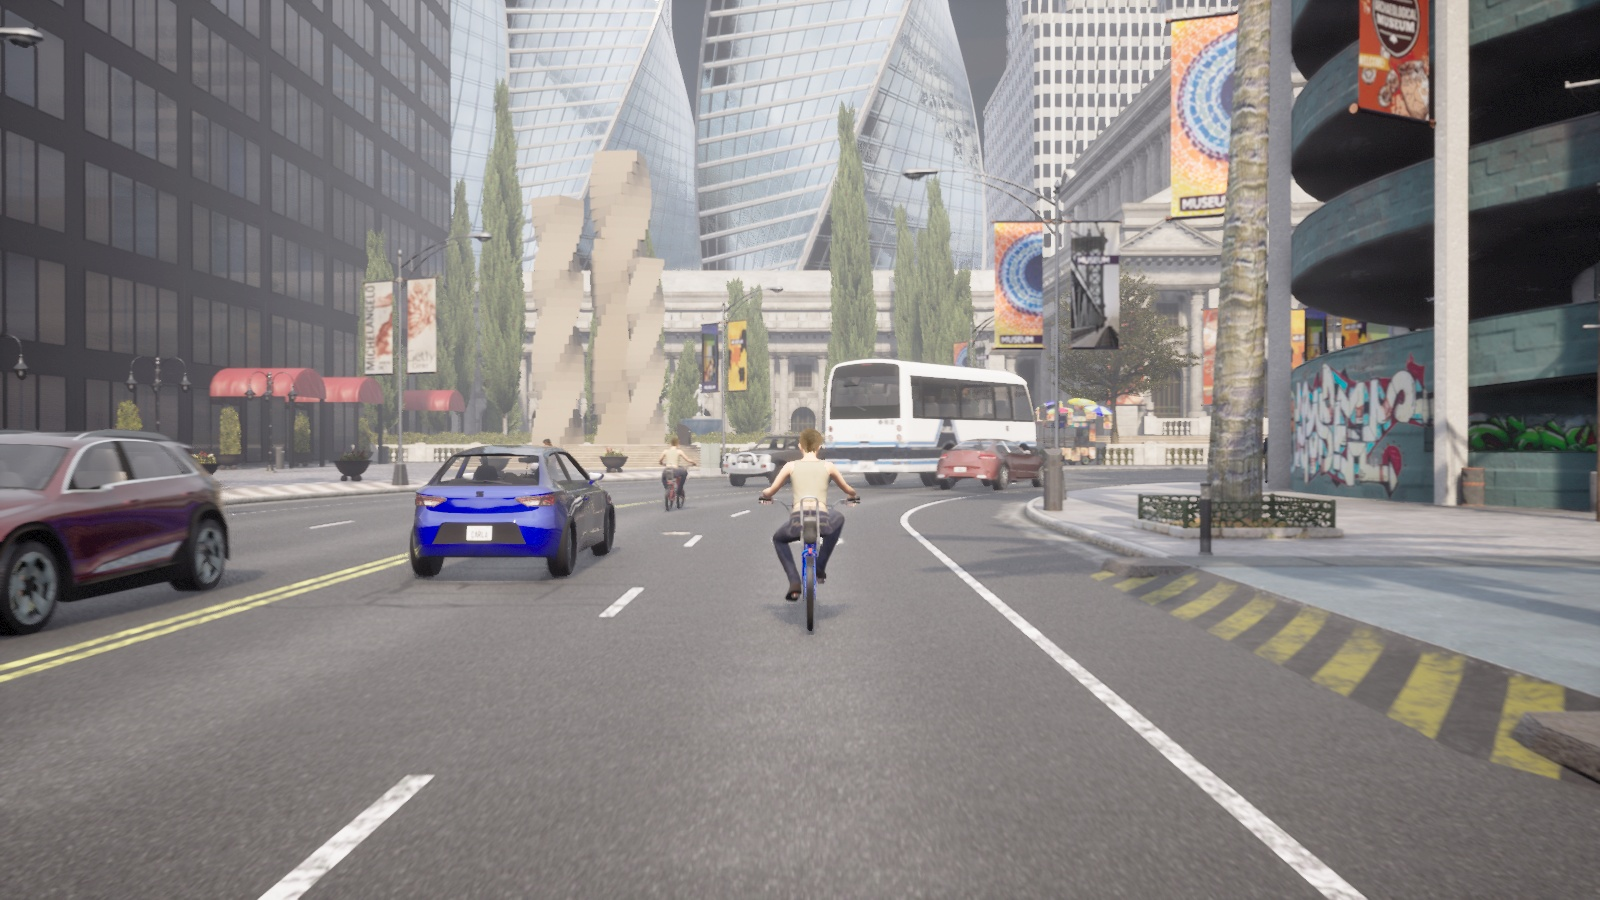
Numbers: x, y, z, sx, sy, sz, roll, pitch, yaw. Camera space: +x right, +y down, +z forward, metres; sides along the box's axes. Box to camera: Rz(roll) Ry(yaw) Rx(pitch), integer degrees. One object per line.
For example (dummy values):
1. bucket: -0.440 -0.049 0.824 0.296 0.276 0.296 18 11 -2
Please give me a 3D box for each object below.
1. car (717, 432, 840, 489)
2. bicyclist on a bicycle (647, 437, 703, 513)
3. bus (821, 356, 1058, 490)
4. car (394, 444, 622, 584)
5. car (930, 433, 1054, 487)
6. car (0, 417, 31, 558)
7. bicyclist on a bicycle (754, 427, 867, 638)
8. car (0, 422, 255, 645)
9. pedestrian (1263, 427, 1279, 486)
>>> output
1. car: -0.665 0.320 42.987 1.932 1.855 4.605 0 0 33
2. bicyclist on a bicycle: -2.738 0.525 27.653 0.866 1.612 1.509 1 0 9
3. bus: 5.338 -0.882 45.444 3.944 4.253 10.273 0 0 36
4. car: -3.397 0.670 15.429 1.816 1.474 4.193 0 0 0
5. car: 6.335 0.300 40.899 2.152 1.651 5.027 0 0 33
6. car: -10.415 0.445 12.713 2.152 1.651 5.027 0 0 0
7. bicyclist on a bicycle: 0.080 0.625 10.350 0.866 1.612 1.509 0 0 0
8. car: -6.922 0.608 11.161 2.033 1.649 4.856 0 0 0
9. pedestrian: 14.674 0.194 39.128 0.370 1.835 0.726 0 0 30
